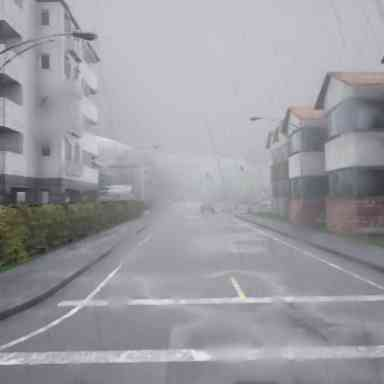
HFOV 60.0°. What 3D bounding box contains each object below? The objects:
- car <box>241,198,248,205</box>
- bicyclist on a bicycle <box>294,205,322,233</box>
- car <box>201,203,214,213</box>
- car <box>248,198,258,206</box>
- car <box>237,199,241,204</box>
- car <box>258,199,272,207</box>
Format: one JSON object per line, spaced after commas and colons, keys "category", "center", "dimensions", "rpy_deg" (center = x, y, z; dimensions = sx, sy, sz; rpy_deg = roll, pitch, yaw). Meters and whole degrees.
{"category": "car", "center": [15.902, 2.515, 89.363], "dimensions": [3.866, 1.878, 1.905], "rpy_deg": [-1, -1, -1]}
{"category": "bicyclist on a bicycle", "center": [6.625, 1.568, 19.013], "dimensions": [1.656, 1.620, 0.582], "rpy_deg": [-1, -1, -1]}
{"category": "car", "center": [2.361, 2.332, 50.195], "dimensions": [2.033, 1.411, 5.357], "rpy_deg": [-1, -1, -1]}
{"category": "car", "center": [16.086, 2.357, 76.571], "dimensions": [5.027, 1.636, 2.152], "rpy_deg": [-1, -1, -1]}
{"category": "car", "center": [15.448, 2.594, 92.261], "dimensions": [4.605, 1.855, 1.932], "rpy_deg": [-1, -1, -1]}
{"category": "car", "center": [16.502, 2.314, 70.158], "dimensions": [3.806, 1.475, 1.970], "rpy_deg": [-1, -1, -1]}
